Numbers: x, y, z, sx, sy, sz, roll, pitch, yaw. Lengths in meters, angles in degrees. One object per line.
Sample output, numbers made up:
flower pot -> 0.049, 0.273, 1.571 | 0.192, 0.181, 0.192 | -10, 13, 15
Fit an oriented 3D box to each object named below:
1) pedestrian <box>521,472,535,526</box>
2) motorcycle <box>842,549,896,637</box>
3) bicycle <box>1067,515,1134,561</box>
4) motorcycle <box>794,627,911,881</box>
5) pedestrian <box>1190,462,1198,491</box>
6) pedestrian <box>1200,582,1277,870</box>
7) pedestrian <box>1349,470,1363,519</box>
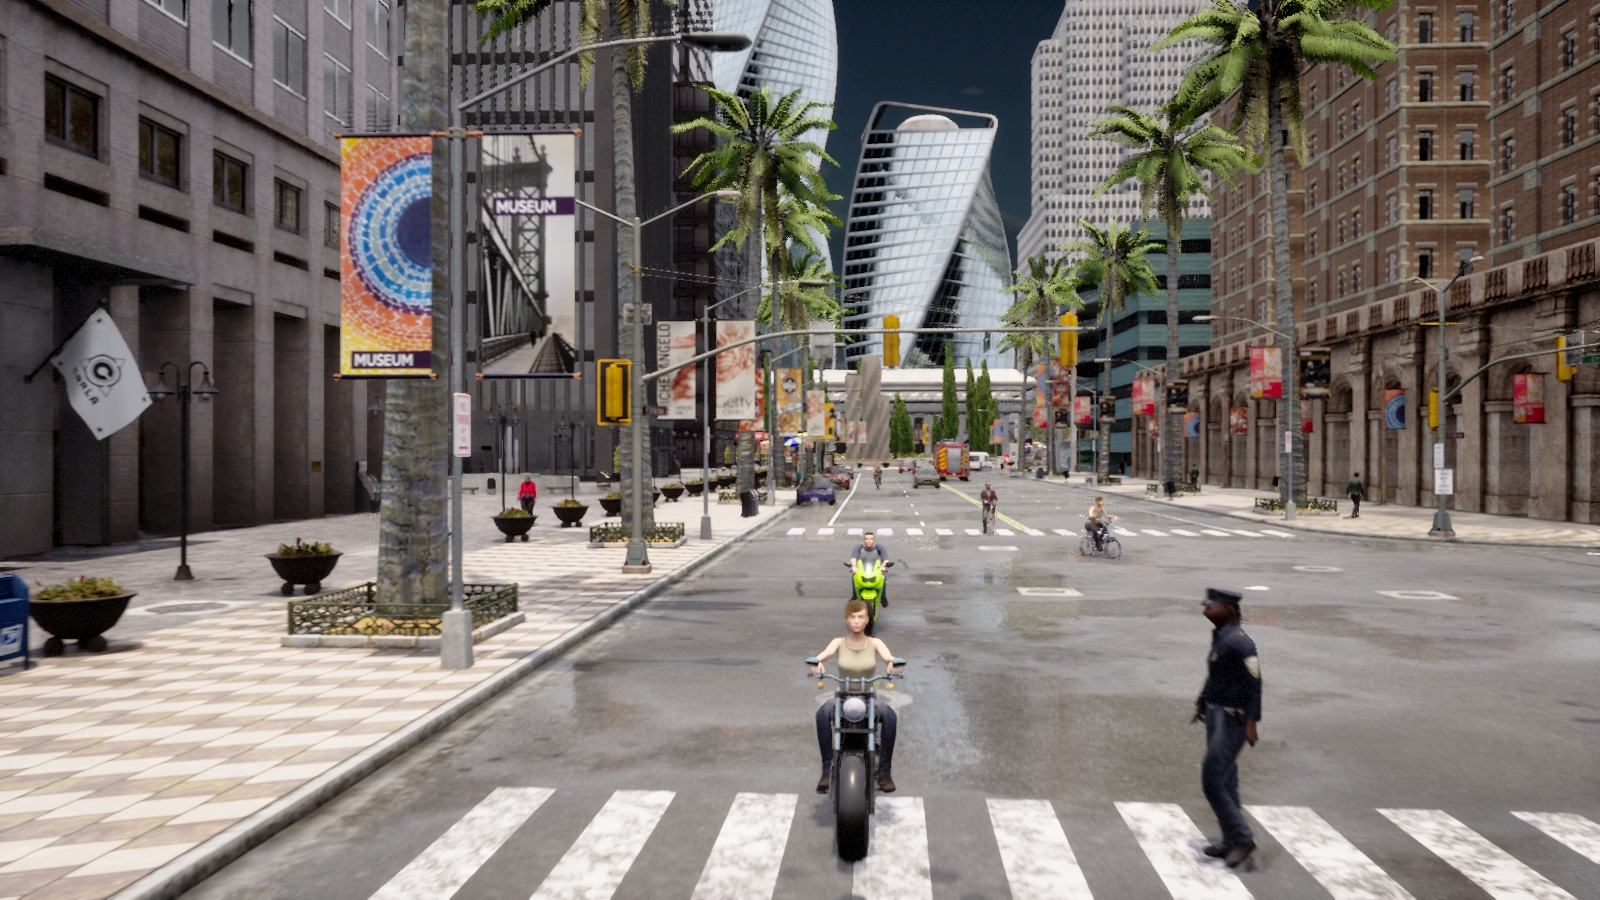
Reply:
pedestrian -> -9.424, 1.707, 39.621 | 0.375, 1.860, 0.375 | 0, 0, 1
motorcycle -> 1.095, 2.216, 18.026 | 0.803, 1.145, 2.033 | 0, 0, 4
bicycle -> 7.787, 2.261, 29.646 | 0.859, 1.080, 1.487 | 2, -1, -28
motorcycle -> 0.427, 2.171, 8.652 | 0.764, 1.277, 2.356 | 0, 0, 4
pedestrian -> 25.361, 1.708, 73.518 | 0.375, 1.860, 0.375 | 0, 0, 4
pedestrian -> 2.969, 1.850, 7.749 | 0.375, 1.860, 0.375 | 0, 0, 0
pedestrian -> 21.457, 1.704, 44.085 | 0.375, 1.860, 0.375 | 0, 0, -42
